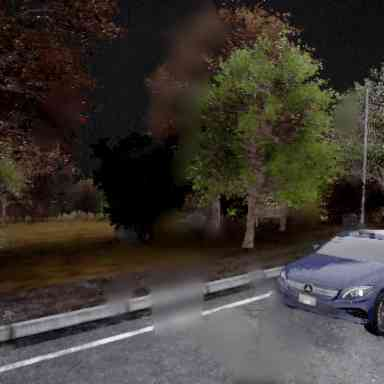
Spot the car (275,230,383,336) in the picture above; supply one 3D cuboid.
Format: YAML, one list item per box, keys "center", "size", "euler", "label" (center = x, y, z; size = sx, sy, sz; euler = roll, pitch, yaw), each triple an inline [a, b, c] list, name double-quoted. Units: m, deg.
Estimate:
- center: [3.719, 1.560, 6.986]
  size: [4.674, 1.442, 1.812]
  euler: [1, -1, -39]
  label: "car"
